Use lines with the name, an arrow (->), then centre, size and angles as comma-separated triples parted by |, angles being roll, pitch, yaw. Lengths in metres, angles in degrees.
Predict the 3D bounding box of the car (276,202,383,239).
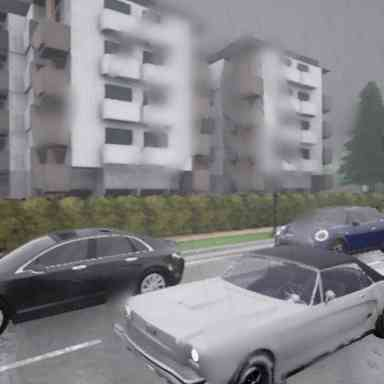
car -> 5.030, 1.284, 11.597 | 4.553, 1.767, 2.097 | -1, 0, -32

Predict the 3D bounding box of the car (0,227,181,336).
car -> -2.413, 1.515, 6.489 | 4.892, 1.490, 1.837 | -1, 0, -36

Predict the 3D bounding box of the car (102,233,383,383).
car -> 1.347, 1.580, 4.917 | 4.718, 1.301, 1.895 | -1, 0, -36
